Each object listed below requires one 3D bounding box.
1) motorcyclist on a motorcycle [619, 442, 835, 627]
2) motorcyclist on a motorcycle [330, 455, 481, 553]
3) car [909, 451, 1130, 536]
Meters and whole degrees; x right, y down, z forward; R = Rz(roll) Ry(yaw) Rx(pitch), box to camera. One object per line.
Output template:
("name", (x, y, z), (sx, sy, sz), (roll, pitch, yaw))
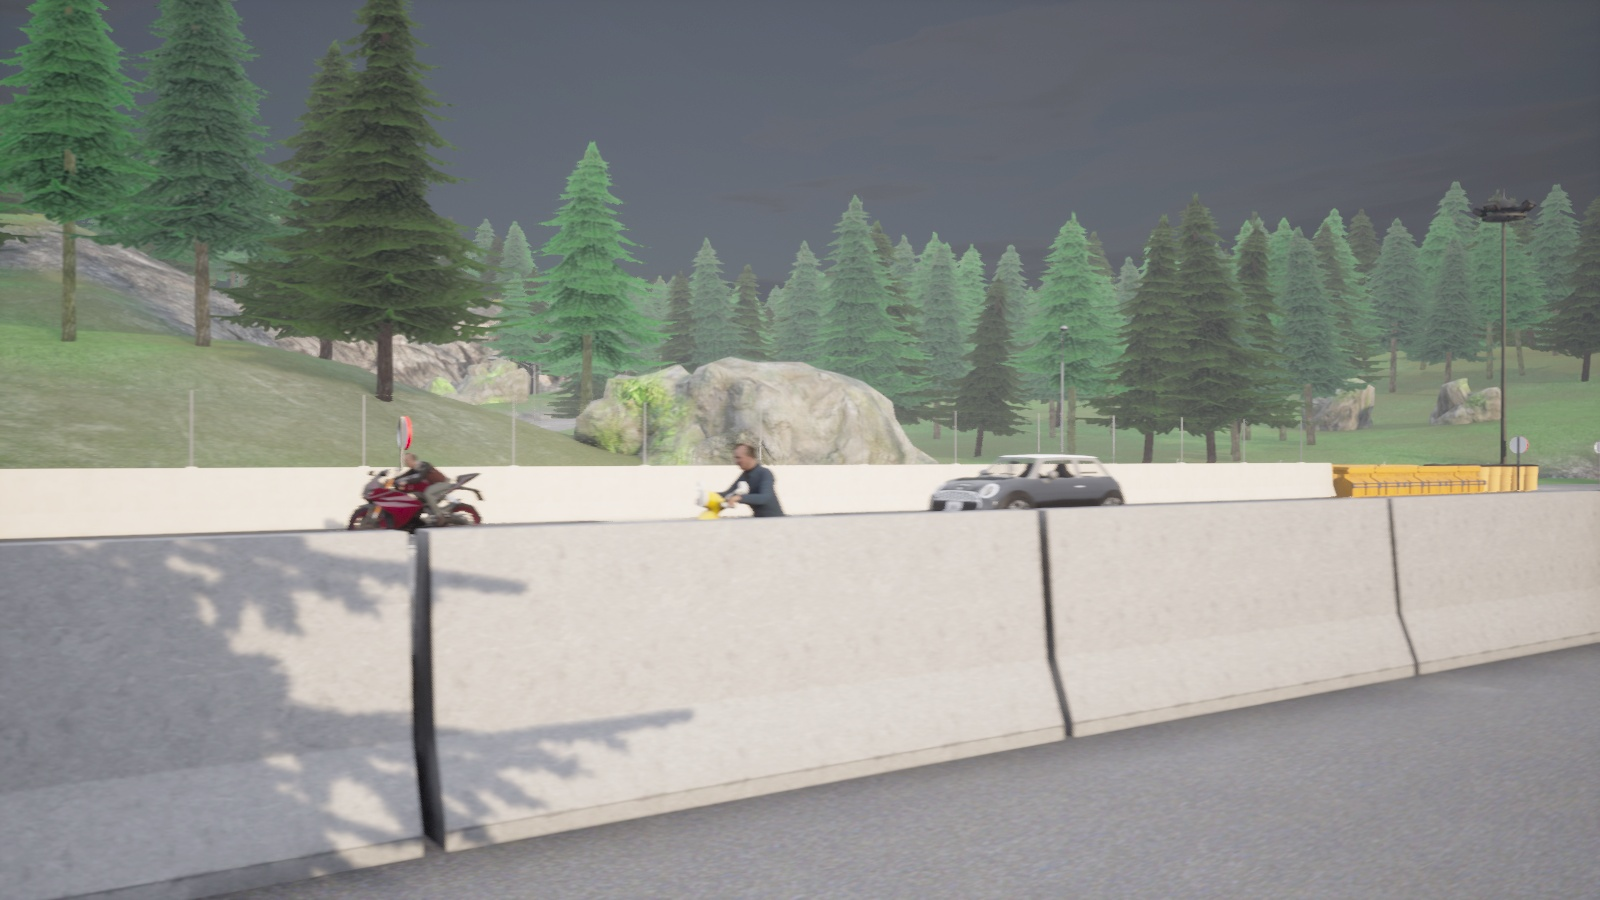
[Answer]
("motorcyclist on a motorcycle", (-0.668, 0.729, 11.723), (1.817, 1.590, 0.866), (0, 0, -35))
("motorcyclist on a motorcycle", (-6.424, 0.844, 20.509), (2.191, 1.530, 0.866), (0, 0, -35))
("car", (4.146, 0.759, 23.603), (3.806, 1.475, 1.970), (0, 0, -35))
